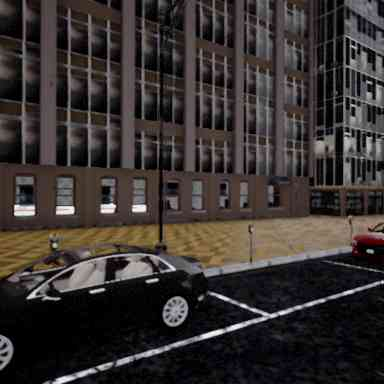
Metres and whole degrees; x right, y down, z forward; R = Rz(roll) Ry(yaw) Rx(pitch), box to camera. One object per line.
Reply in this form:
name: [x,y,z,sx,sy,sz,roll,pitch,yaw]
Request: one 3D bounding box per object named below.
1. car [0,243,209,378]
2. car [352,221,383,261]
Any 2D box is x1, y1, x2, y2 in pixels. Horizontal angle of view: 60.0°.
car: [-1.746,1.566,5.320,4.403,1.369,2.008,1,-1,-36]
car: [7.520,1.671,11.932,4.507,1.381,1.887,1,-1,-36]
